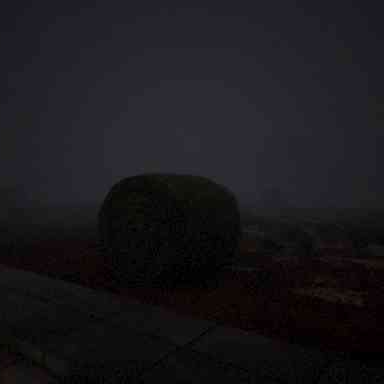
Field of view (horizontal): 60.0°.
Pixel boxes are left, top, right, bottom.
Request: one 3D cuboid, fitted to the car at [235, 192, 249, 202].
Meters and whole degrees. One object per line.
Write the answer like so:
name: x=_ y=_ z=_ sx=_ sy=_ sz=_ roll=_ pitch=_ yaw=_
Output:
car: x=10.065 y=1.038 z=69.513 sx=3.866 sy=1.878 sz=1.905 roll=-2 pitch=6 yaw=-10
